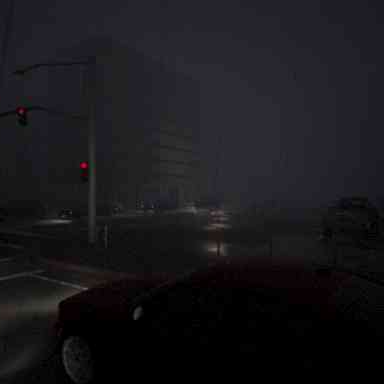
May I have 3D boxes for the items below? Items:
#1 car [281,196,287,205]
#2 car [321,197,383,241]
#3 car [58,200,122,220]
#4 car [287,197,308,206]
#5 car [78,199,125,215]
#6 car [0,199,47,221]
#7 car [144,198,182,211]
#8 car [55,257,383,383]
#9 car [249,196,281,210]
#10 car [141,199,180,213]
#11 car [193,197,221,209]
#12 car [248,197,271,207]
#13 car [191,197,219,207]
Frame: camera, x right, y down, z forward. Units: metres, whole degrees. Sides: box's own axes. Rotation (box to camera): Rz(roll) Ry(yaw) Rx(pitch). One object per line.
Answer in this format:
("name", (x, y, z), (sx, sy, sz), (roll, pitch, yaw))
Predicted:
("car", (15.454, 1.501, 58.539), (2.128, 1.511, 4.902), (0, 0, 34))
("car", (7.693, 1.152, 15.941), (1.932, 1.855, 4.605), (0, 0, 34))
("car", (-8.922, 1.569, 29.123), (2.033, 1.411, 5.357), (0, 0, 34))
("car", (18.245, 1.569, 56.425), (1.994, 1.385, 4.181), (0, 0, 34))
("car", (-9.351, 1.550, 34.713), (1.812, 1.442, 4.674), (0, 0, 34))
("car", (-14.393, 1.379, 27.281), (2.097, 1.767, 4.553), (0, 0, 34))
("car", (-3.656, 1.570, 43.146), (2.033, 1.411, 5.357), (0, 0, 33))
("car", (0.549, 1.478, 3.568), (5.008, 1.535, 1.882), (0, 0, 35))
("car", (9.433, 1.556, 43.402), (2.033, 1.411, 5.357), (0, 0, 34))
("car", (-3.548, 1.621, 37.063), (1.895, 1.301, 4.718), (0, 0, 34))
("car", (2.159, 1.509, 45.471), (2.128, 1.511, 4.902), (0, 0, 34))
("car", (10.352, 1.537, 50.986), (1.812, 1.442, 4.674), (0, 0, 34))
("car", (2.085, 1.512, 51.560), (2.128, 1.511, 4.902), (0, 0, 35))
